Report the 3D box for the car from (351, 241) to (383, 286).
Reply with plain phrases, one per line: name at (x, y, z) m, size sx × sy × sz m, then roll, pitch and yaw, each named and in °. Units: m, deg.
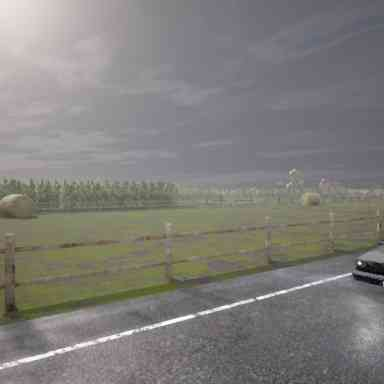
car at (6.278, 1.546, 8.467) m, size 5.357 × 1.411 × 2.033 m, roll 0°, pitch 0°, yaw -36°
